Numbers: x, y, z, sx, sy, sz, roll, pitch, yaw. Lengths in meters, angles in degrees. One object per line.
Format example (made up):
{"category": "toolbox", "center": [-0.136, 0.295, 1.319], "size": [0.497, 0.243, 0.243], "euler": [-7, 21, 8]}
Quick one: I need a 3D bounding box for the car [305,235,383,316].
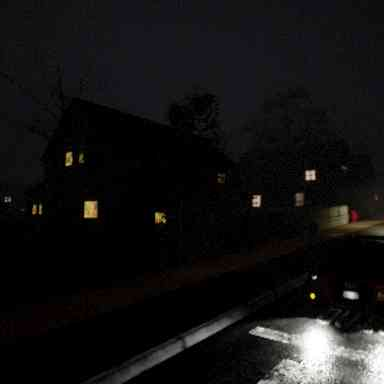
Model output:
{"category": "car", "center": [4.191, 1.714, 7.677], "size": [1.994, 1.385, 4.181], "euler": [-4, -2, 40]}
